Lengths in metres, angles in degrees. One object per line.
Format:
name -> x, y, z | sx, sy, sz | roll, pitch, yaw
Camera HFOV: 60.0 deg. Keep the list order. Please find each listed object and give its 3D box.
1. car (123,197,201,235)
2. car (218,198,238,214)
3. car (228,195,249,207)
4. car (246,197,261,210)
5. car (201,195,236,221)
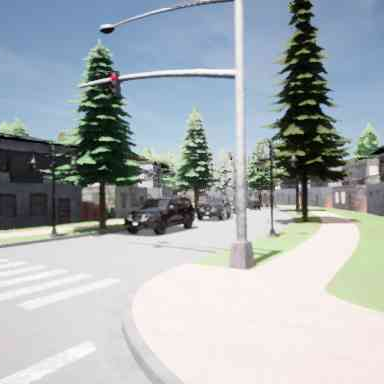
car -> -1.790, 1.366, 20.303 | 2.150, 2.045, 5.566 | -1, 0, 27
car -> 4.323, 1.573, 39.290 | 2.097, 1.767, 4.553 | -1, 0, 9
car -> 8.040, 1.541, 58.082 | 2.150, 2.045, 5.566 | -1, 0, -9
car -> 8.643, 1.733, 48.127 | 2.128, 1.511, 4.902 | -1, 0, 0
car -> 2.084, 1.395, 29.687 | 2.150, 2.045, 5.566 | -1, 0, 18
